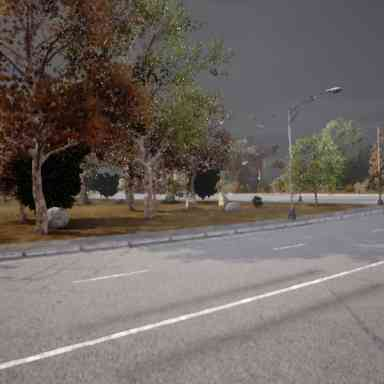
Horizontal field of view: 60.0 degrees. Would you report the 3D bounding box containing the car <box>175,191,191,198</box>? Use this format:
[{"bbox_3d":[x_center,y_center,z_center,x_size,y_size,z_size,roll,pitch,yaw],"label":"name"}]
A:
[{"bbox_3d":[-1.905,0.451,69.394,2.128,1.511,4.902,-4,2,-39],"label":"car"}]
